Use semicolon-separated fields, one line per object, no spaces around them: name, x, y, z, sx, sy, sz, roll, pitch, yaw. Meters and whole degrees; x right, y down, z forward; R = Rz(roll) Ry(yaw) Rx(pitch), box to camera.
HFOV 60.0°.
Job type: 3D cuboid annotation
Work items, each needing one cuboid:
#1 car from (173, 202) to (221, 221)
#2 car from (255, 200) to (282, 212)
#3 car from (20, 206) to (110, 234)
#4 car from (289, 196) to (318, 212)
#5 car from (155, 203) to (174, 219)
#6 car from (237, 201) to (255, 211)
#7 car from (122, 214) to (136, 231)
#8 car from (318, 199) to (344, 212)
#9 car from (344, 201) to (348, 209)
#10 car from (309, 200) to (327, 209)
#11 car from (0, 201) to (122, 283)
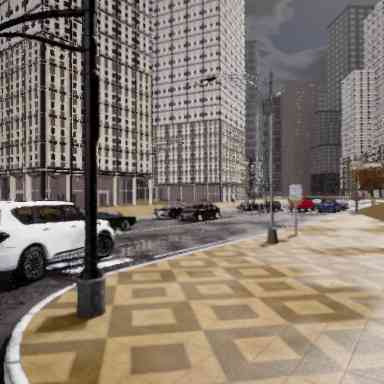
car;0.779;1.745;29.580;1.837;1.490;4.892;-1;-1;34
car;10.410;1.856;43.836;1.837;1.490;4.892;0;-1;34
car;-8.232;1.738;22.128;2.033;1.411;5.357;-1;-1;34
car;14.519;1.560;43.989;2.150;2.045;5.566;-1;-1;33
car;-1.544;1.761;31.944;2.128;1.511;4.902;-1;-1;34
car;7.805;1.939;45.790;1.994;1.385;4.181;-1;-1;34
car;-5.636;1.766;20.148;1.895;1.301;4.718;-1;-1;34
car;17.846;1.673;43.159;2.097;1.767;4.553;-1;-1;33
car;22.927;1.978;51.381;1.895;1.301;4.718;0;-1;30
car;20.148;2.002;53.066;1.895;1.301;4.718;0;-1;30
car;-4.553;1.283;10.133;2.150;2.045;5.566;-2;-1;16
